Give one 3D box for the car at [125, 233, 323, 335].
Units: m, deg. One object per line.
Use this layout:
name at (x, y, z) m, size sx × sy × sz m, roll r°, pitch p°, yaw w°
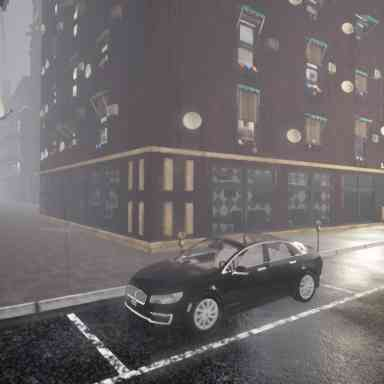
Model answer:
car at (0.840, 1.552, 6.650) m, size 4.403 × 1.369 × 2.008 m, roll 0°, pitch 1°, yaw -36°
